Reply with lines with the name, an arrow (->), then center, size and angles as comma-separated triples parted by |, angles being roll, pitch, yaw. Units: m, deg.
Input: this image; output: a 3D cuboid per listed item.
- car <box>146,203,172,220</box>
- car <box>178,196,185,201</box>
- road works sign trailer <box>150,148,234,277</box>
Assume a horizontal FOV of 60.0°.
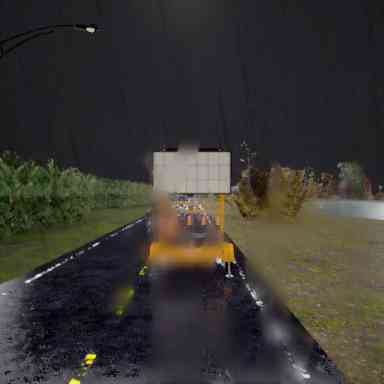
car -> -2.760, 1.634, 28.639 | 1.895, 1.301, 4.718 | 0, 0, 0
car -> -2.772, 1.755, 88.405 | 1.812, 1.442, 4.674 | 0, 0, 0
road works sign trailer -> -0.004, 0.471, 10.218 | 2.380, 3.560, 2.880 | 0, 0, 0
